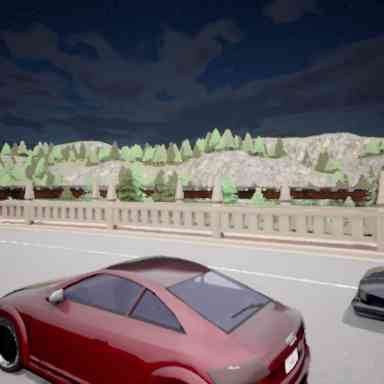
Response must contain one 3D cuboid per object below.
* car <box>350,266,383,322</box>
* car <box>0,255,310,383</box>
[{"bbox_3d":[5.186,1.519,4.500,5.357,1.411,2.033,0,0,36],"label":"car"},{"bbox_3d":[-0.734,1.547,4.242,4.181,1.385,1.994,0,0,34],"label":"car"}]
